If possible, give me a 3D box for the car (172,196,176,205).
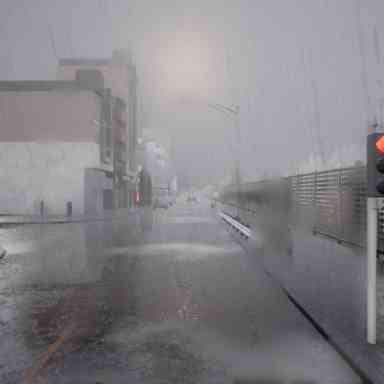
[{"bbox_3d":[-4.113,1.477,54.579,1.882,1.535,5.008,0,0,0],"label":"car"}]

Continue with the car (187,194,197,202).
[{"bbox_3d":[-0.038,1.355,76.616,2.097,1.767,4.553,0,0,0],"label":"car"}]

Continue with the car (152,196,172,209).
[{"bbox_3d":[-4.116,1.505,44.346,1.837,1.490,4.892,0,0,0],"label":"car"}]

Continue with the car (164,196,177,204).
[{"bbox_3d":[-4.077,1.491,64.827,2.128,1.511,4.902,0,0,0],"label":"car"}]
